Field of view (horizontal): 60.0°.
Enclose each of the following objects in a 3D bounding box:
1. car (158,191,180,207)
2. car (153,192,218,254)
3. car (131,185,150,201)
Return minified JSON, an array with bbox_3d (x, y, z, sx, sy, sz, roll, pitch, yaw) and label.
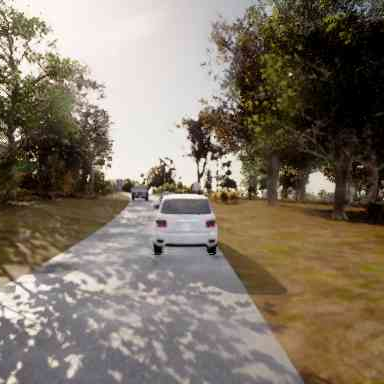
[{"bbox_3d":[-2.643,0.721,36.431,2.033,1.411,5.357,1,2,-8],"label":"car"},{"bbox_3d":[-0.317,1.096,13.025,2.150,2.045,5.566,1,1,-3],"label":"car"},{"bbox_3d":[-6.788,0.100,43.615,2.150,2.045,5.566,1,2,-10],"label":"car"}]
